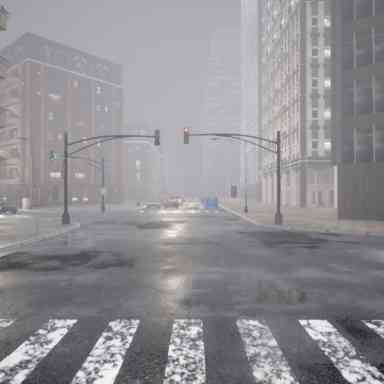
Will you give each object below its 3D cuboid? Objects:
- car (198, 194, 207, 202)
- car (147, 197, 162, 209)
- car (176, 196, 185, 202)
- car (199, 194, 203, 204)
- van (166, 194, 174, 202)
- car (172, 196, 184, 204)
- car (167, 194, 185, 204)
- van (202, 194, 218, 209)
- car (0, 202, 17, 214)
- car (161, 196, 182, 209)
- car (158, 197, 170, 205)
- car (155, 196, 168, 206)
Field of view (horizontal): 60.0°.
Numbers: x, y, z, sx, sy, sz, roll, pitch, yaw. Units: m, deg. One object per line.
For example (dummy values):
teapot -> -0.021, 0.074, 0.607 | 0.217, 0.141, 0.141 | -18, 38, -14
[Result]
car -> 2.739, 1.467, 84.850 | 2.192, 1.841, 5.009 | 0, 0, 0
car -> -5.219, 1.570, 45.828 | 1.752, 1.417, 4.829 | 0, 0, 0
car -> -2.592, 1.672, 77.310 | 1.994, 1.385, 4.181 | 0, 0, 0
car -> 2.707, 1.644, 68.191 | 1.887, 1.381, 4.507 | 0, 0, 0
van -> -5.150, 1.473, 79.311 | 1.690, 1.788, 3.998 | 0, 0, 0
car -> -2.656, 1.583, 65.413 | 2.128, 1.511, 4.902 | 0, 0, 1
car -> -2.708, 1.416, 55.068 | 2.097, 1.767, 4.553 | 0, 0, 1
van -> 2.663, 1.386, 45.982 | 1.690, 1.788, 3.998 | 0, 0, 0
car -> -21.071, 1.789, 36.702 | 4.718, 1.301, 1.895 | -1, -1, 41
car -> -2.737, 1.644, 45.127 | 1.895, 1.301, 4.718 | 0, 0, 0
car -> -5.185, 1.650, 62.655 | 1.947, 1.339, 4.313 | 0, 0, 0
car -> -5.196, 1.509, 57.103 | 1.967, 1.590, 4.097 | 0, 0, 0
